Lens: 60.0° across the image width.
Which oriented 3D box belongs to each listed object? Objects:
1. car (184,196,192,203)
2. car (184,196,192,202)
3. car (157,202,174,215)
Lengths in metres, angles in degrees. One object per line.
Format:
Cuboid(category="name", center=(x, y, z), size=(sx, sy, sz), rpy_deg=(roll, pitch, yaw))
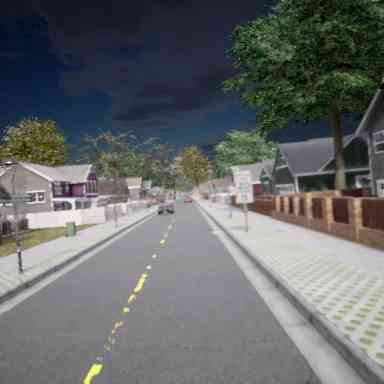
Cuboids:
Cuboid(category="car", center=(-0.967, 1.985, 81.444), size=(1.994, 1.385, 4.181), rpy_deg=(-5, 0, -1))
Cuboid(category="car", center=(-1.106, 1.915, 91.446), size=(2.128, 1.511, 4.902), rpy_deg=(-5, 0, -1))
Cuboid(category="car", center=(-3.194, 1.983, 41.407), size=(2.033, 1.411, 5.357), rpy_deg=(-5, 0, -1))
